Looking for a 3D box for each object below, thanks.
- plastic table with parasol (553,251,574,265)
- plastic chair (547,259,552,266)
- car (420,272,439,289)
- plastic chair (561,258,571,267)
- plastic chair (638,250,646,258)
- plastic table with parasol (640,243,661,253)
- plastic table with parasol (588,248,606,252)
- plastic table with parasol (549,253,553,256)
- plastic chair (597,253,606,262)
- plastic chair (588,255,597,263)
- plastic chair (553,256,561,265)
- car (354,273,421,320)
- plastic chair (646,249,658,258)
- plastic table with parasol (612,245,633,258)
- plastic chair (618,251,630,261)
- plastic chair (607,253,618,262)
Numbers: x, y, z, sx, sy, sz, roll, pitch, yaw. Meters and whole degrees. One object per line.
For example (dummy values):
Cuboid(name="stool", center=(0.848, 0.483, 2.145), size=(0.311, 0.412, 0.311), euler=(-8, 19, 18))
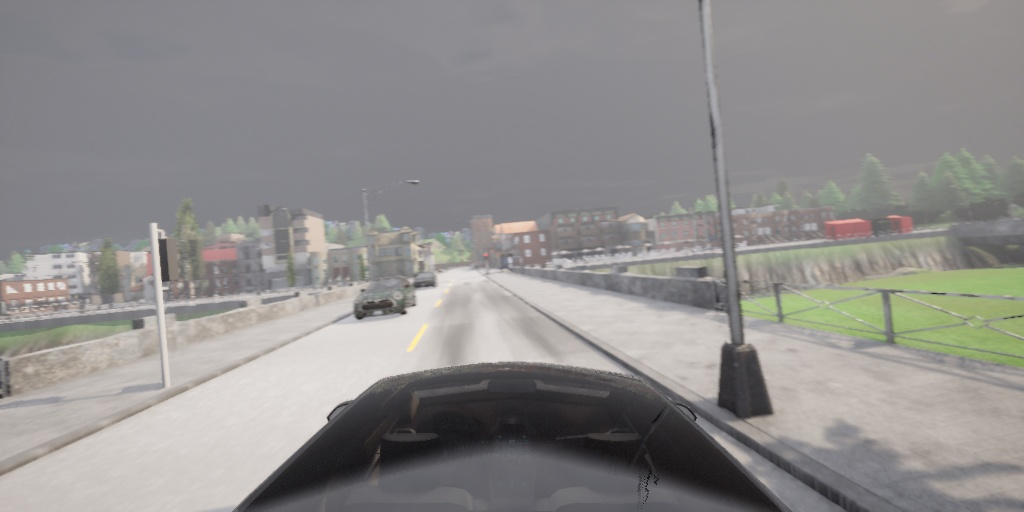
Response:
Cuboid(name="plastic table with parasol", center=(8.361, 0.376, 56.623), size=(2.482, 2.480, 2.482), euler=(0, 0, -8))
Cuboid(name="plastic chair", center=(6.856, 1.189, 64.430), size=(0.730, 1.272, 0.750), euler=(0, 0, -8))
Cuboid(name="car", center=(-7.955, 2.247, 33.304), size=(1.882, 1.535, 5.008), euler=(-5, -1, -7))
Cuboid(name="plastic chair", center=(8.358, 0.969, 55.351), size=(0.750, 1.272, 0.730), euler=(0, 0, -8))
Cuboid(name="plastic chair", center=(22.006, -0.259, 61.012), size=(0.730, 1.272, 0.750), euler=(0, 0, -8))
Cuboid(name="plastic table with parasol", center=(23.184, -0.973, 61.052), size=(2.482, 2.480, 2.482), euler=(0, 0, -8))
Cuboid(name="plastic table with parasol", center=(15.362, -0.229, 62.394), size=(2.482, 2.480, 2.482), euler=(0, 0, -8))
Cuboid(name="plastic table with parasol", center=(8.076, 0.471, 64.473), size=(2.482, 2.480, 2.482), euler=(0, 0, -8))
Cuboid(name="plastic chair", center=(15.441, 0.356, 61.043), size=(0.750, 1.272, 0.730), euler=(0, 0, -8))
Cuboid(name="plastic chair", center=(14.172, 0.486, 62.285), size=(0.730, 1.272, 0.750), euler=(0, 0, -8))
Cuboid(name="plastic chair", center=(7.089, 1.099, 56.593), size=(0.730, 1.272, 0.750), euler=(0, 0, -8))
Cuboid(name="car", center=(-5.794, 1.773, 16.764), size=(2.097, 1.767, 4.553), euler=(-5, -1, -8))
Cuboid(name="plastic chair", center=(23.342, -0.395, 59.782), size=(0.750, 1.272, 0.730), euler=(0, 0, -8))
Cuboid(name="plastic table with parasol", center=(17.063, -0.441, 56.368), size=(2.482, 2.480, 2.482), euler=(0, 0, -8))
Cuboid(name="plastic chair", center=(17.141, 0.144, 55.017), size=(0.750, 1.272, 0.730), euler=(0, 0, -8))
Cuboid(name="plastic chair", center=(15.872, 0.274, 56.259), size=(0.730, 1.272, 0.750), euler=(0, 0, -8))
